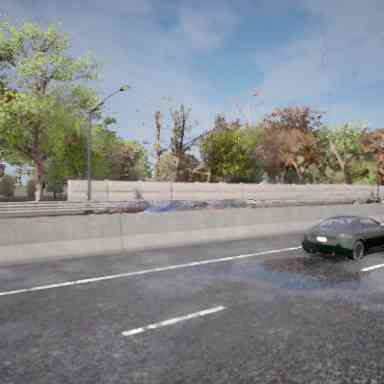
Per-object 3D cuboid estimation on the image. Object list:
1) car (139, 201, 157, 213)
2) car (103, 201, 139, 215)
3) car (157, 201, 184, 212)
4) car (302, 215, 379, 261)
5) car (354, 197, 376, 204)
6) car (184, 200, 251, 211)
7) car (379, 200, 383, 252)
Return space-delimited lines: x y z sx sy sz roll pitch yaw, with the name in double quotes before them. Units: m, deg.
"car" -1.833 1.511 28.479 4.674 1.442 1.812 0 0 -36
"car" -5.172 1.534 29.818 5.357 1.411 2.033 0 0 -38
"car" 0.117 1.490 25.570 4.892 1.490 1.837 0 0 -35
"car" 5.981 1.552 12.312 4.181 1.385 1.994 0 0 -35
"car" 28.373 1.507 54.241 4.674 1.442 1.812 0 0 -35
"car" 2.090 1.337 22.679 4.553 1.767 2.097 0 0 -35
"car" 7.765 1.210 9.282 5.566 2.045 2.150 0 0 -35
